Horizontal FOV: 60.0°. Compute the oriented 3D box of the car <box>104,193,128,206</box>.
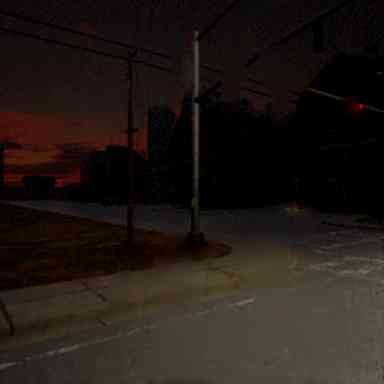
[{"bbox_3d":[-11.806,1.122,52.052,3.866,1.878,1.905,-2,5,11],"label":"car"}]
